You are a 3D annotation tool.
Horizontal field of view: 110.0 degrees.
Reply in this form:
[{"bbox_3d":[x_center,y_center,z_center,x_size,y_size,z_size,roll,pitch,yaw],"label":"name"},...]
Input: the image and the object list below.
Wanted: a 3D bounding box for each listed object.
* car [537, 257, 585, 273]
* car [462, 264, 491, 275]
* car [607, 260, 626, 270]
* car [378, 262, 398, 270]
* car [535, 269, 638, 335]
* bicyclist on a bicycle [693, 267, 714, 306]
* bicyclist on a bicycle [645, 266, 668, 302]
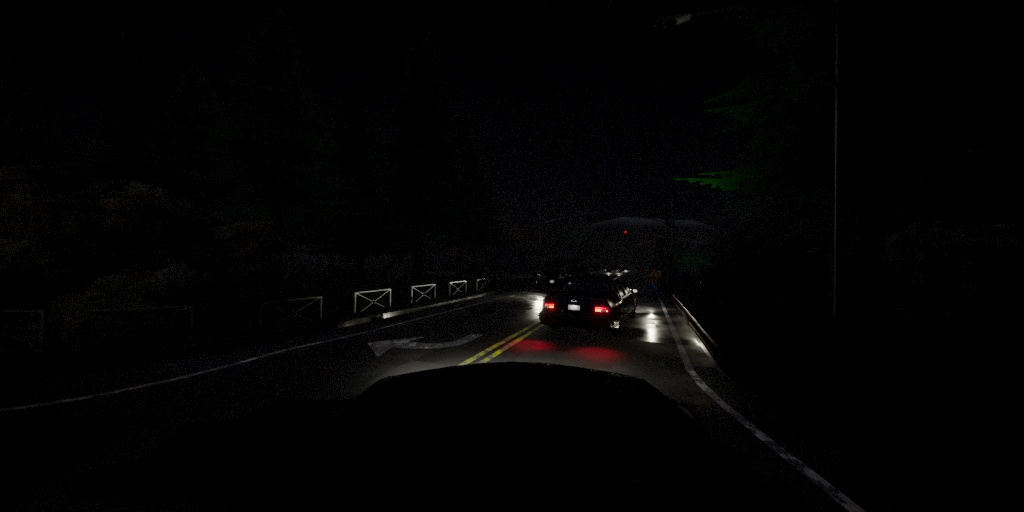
[{"bbox_3d":[3.098,1.054,21.740,2.150,2.045,5.566,1,-1,21],"label":"car"},{"bbox_3d":[-4.729,1.671,44.922,4.181,1.385,1.994,1,-1,21],"label":"car"},{"bbox_3d":[17.198,1.690,59.775,2.150,2.045,5.566,1,-1,21],"label":"car"},{"bbox_3d":[-16.480,1.521,49.385,4.181,1.385,1.994,1,-1,21],"label":"car"},{"bbox_3d":[2.447,1.250,10.358,2.033,1.411,5.357,1,-1,25],"label":"car"},{"bbox_3d":[8.086,1.303,15.101,1.656,1.620,0.582,1,0,-34],"label":"bicyclist on a bicycle"},{"bbox_3d":[6.662,1.290,16.505,1.656,1.620,0.582,1,-1,-31],"label":"bicyclist on a bicycle"}]
